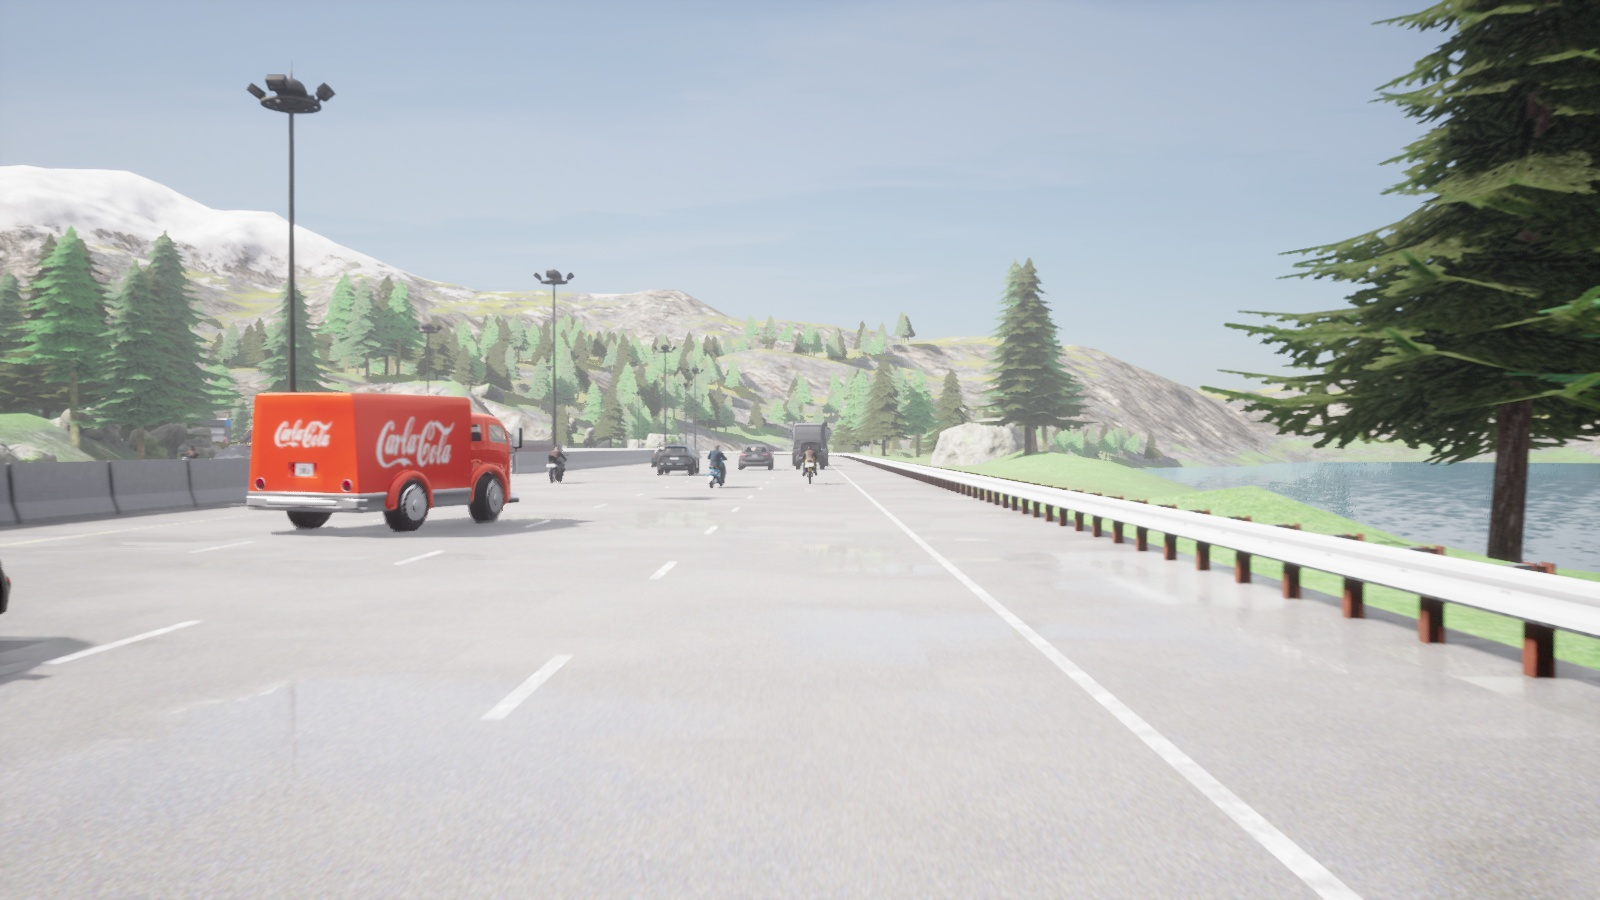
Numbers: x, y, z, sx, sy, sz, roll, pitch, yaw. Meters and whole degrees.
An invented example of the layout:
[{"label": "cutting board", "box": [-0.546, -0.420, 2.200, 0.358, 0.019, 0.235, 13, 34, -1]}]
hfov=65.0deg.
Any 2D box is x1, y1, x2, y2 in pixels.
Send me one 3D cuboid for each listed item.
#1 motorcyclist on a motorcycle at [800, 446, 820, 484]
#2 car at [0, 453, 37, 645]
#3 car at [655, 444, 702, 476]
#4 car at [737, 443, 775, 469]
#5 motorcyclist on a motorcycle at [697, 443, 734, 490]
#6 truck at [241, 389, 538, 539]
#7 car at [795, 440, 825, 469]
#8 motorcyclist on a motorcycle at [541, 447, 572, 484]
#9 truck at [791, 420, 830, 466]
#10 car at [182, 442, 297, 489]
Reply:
[{"label": "motorcyclist on a motorcycle", "box": [0.398, 0.588, 50.668, 0.797, 1.523, 2.044, 0, 0, 0]}, {"label": "car", "box": [-6.940, 0.746, 7.564, 1.812, 1.442, 4.674, 0, 0, 1]}, {"label": "car", "box": [-6.462, 0.484, 67.189, 2.033, 1.649, 4.856, 0, 0, 1]}, {"label": "car", "box": [-2.834, 0.361, 82.086, 2.242, 1.667, 4.611, 0, 0, 0]}, {"label": "motorcyclist on a motorcycle", "box": [-3.055, 0.569, 45.506, 0.866, 1.590, 1.817, 2, 2, 11]}, {"label": "truck", "box": [-7.472, 0.193, 23.559, 2.627, 2.467, 5.204, 1, 1, 20]}, {"label": "car", "box": [0.673, 0.309, 82.833, 1.905, 1.878, 3.866, 0, 0, 0]}, {"label": "motorcyclist on a motorcycle", "box": [-10.090, 0.628, 52.098, 0.866, 1.530, 2.191, 0, 0, 0]}, {"label": "truck", "box": [0.803, -0.508, 98.087, 2.891, 3.462, 7.936, 0, 0, 0]}, {"label": "car", "box": [-20.638, 0.530, 46.473, 2.033, 1.649, 4.856, 0, 0, 0]}]
